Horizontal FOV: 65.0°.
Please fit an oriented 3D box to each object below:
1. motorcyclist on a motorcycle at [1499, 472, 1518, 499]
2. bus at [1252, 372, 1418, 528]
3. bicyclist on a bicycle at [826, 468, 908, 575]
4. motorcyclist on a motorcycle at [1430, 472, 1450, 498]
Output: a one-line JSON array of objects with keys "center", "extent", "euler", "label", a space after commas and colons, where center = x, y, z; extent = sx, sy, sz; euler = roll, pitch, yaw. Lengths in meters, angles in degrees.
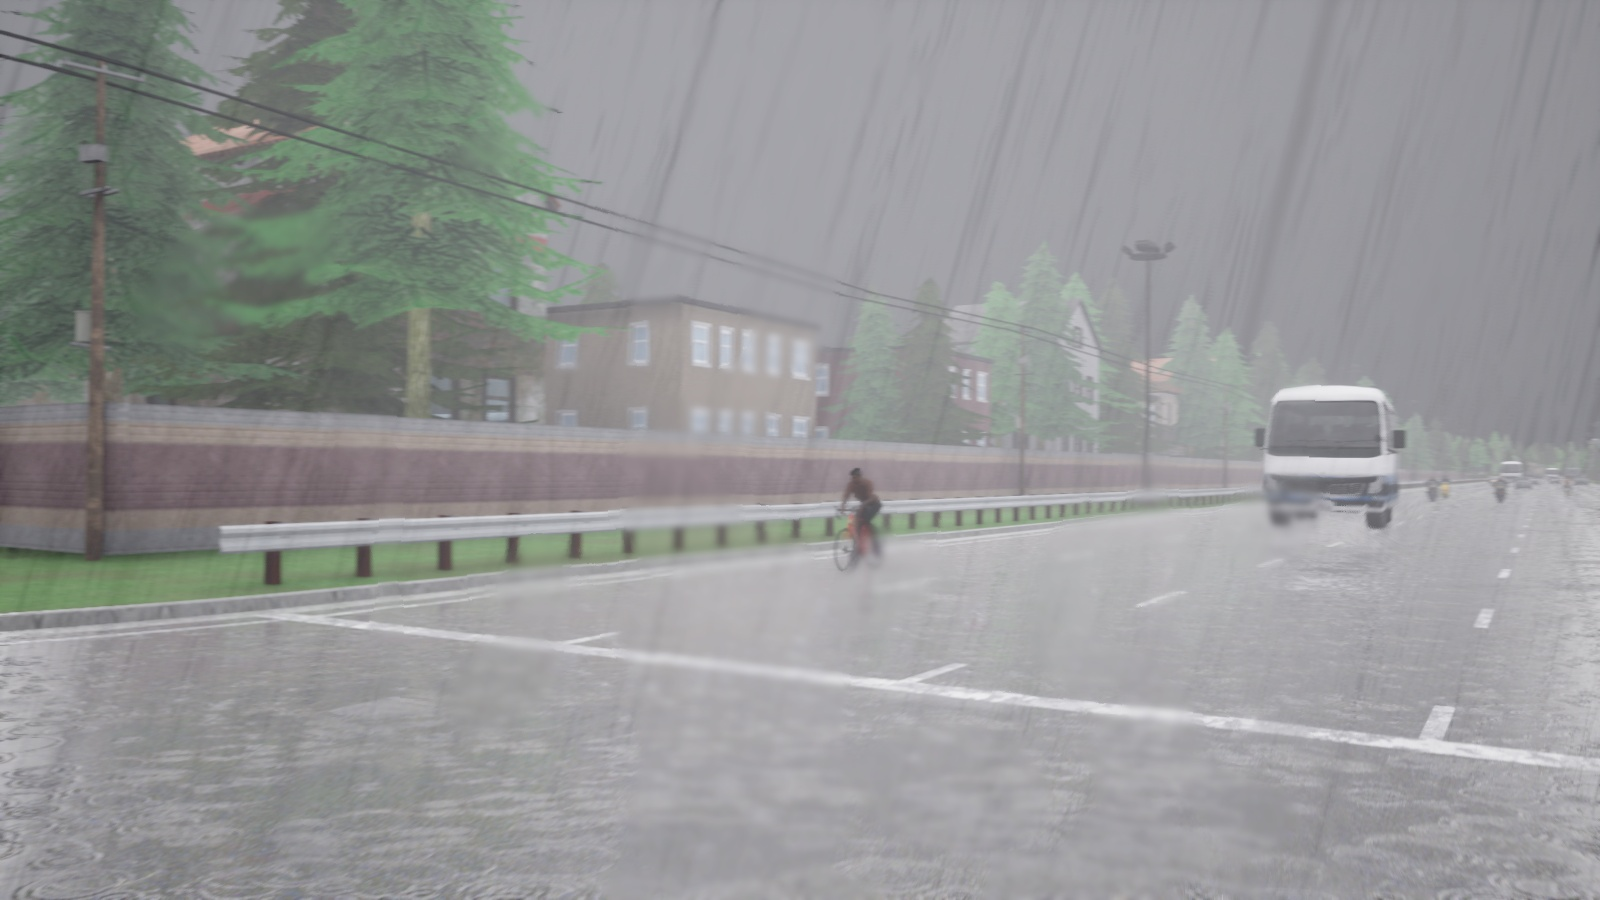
[{"center": [40.426, 2.003, 71.681], "extent": [0.866, 1.530, 2.191], "euler": [-1, -1, 31], "label": "motorcyclist on a motorcycle"}, {"center": [17.118, 0.083, 39.640], "extent": [3.944, 4.253, 10.273], "euler": [0, -1, 28], "label": "bus"}, {"center": [1.082, 1.102, 19.972], "extent": [0.582, 1.620, 1.656], "euler": [-1, -1, 31], "label": "bicyclist on a bicycle"}, {"center": [37.635, 2.043, 73.831], "extent": [0.866, 1.530, 2.191], "euler": [-1, -1, 31], "label": "motorcyclist on a motorcycle"}]
